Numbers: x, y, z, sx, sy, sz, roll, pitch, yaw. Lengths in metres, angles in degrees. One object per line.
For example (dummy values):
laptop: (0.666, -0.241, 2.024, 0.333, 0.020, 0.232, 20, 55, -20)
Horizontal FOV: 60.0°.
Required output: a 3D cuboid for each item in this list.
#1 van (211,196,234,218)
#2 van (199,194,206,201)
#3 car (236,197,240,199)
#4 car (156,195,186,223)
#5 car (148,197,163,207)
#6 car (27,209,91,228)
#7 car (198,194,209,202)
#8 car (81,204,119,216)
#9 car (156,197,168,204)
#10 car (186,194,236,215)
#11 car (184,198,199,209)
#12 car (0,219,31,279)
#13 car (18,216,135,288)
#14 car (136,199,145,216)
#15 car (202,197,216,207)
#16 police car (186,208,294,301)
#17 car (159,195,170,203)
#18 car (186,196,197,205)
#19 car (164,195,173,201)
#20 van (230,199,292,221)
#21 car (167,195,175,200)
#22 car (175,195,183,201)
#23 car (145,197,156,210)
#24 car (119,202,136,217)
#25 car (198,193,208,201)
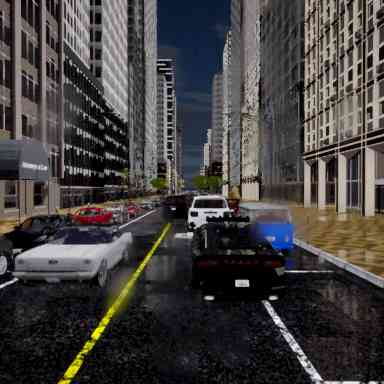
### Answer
van: (2.658, 1.334, 30.101, 1.690, 1.788, 3.998, -1, 0, 0)
van: (2.619, 1.317, 86.937, 1.690, 1.788, 3.998, -1, 0, 0)
car: (2.662, 1.309, 24.417, 2.192, 1.841, 5.009, -1, 0, 0)
car: (-0.161, 1.214, 24.779, 2.150, 2.045, 5.566, -1, 0, 24)
car: (-5.736, 1.538, 52.829, 2.008, 1.369, 4.403, -1, 0, 0)
car: (-5.708, 1.563, 13.044, 1.947, 1.339, 4.313, -1, 0, 0)
car: (2.627, 1.295, 75.570, 2.192, 1.841, 5.009, -1, 0, 0)
car: (-5.712, 1.540, 18.728, 1.887, 1.381, 4.507, -1, 0, 0)
car: (-5.743, 1.565, 64.197, 1.802, 1.307, 4.206, -1, 0, 0)
car: (0.886, 1.220, 18.426, 2.150, 2.045, 5.566, 0, 0, 0)
car: (-0.020, 1.553, 45.677, 1.994, 1.385, 4.181, 0, 0, 1)
car: (-5.705, 1.549, 7.360, 2.008, 1.369, 4.403, -1, 0, 0)
car: (-3.006, 1.598, 9.393, 1.895, 1.301, 4.718, 0, 0, 0)
car: (-5.720, 1.575, 30.095, 1.802, 1.307, 4.206, -1, 0, 0)
car: (2.645, 1.538, 52.835, 2.008, 1.369, 4.403, -1, 0, 0)
police car: (0.892, 1.423, 8.505, 1.930, 1.638, 5.238, 0, 0, 0)
car: (-5.748, 1.422, 69.880, 1.967, 1.590, 4.097, -1, 0, 0)
car: (-0.043, 1.510, 59.405, 1.812, 1.442, 4.674, 0, 0, 0)
car: (-5.755, 1.503, 81.078, 1.752, 1.417, 4.829, -1, 0, 0)
van: (2.670, 1.338, 13.050, 1.690, 1.788, 3.998, -1, 0, 0)
car: (-5.763, 1.539, 92.615, 1.947, 1.339, 4.313, -1, 0, 0)
car: (-3.057, 1.503, 81.536, 1.812, 1.442, 4.674, 0, 0, 0)
car: (-5.728, 1.541, 41.462, 2.008, 1.369, 4.403, -1, 0, 0)
car: (-5.717, 1.545, 24.411, 2.008, 1.369, 4.403, -1, 0, 0)
car: (2.623, 1.293, 81.254, 2.192, 1.841, 5.009, -1, 0, 0)
